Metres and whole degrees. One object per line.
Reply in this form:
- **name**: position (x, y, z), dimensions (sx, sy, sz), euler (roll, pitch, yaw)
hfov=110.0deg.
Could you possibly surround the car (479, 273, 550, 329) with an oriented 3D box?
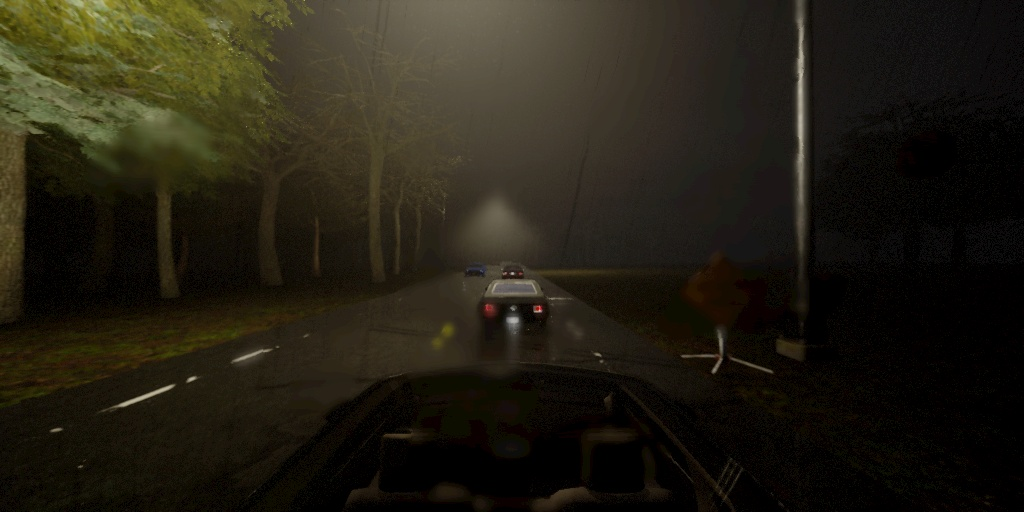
- **car**: position (0.072, 1.406, 11.482), dimensions (1.895, 1.301, 4.718), euler (0, 0, 0)

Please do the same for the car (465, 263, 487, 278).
- **car**: position (-3.624, 1.426, 36.479), dimensions (1.882, 1.535, 5.008), euler (0, 0, 0)

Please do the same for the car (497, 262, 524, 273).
- **car**: position (0.072, 1.464, 30.837), dimensions (2.033, 1.411, 5.357), euler (0, 0, 0)

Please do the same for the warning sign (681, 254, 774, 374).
- **warning sign**: position (3.548, 0.890, 6.014), dimensions (1.300, 1.860, 1.060), euler (0, 0, 0)
